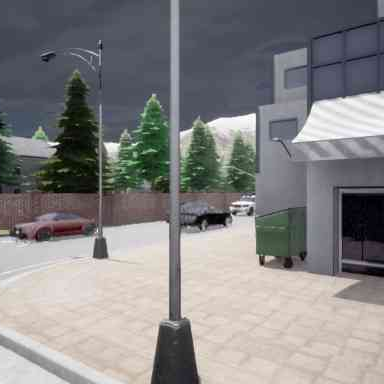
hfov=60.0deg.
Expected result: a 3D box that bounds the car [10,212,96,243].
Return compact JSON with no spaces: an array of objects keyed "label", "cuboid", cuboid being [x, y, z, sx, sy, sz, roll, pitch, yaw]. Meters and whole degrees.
[{"label":"car","cuboid":[-7.173,1.740,17.481,1.994,1.385,4.181,0,0,35]}]

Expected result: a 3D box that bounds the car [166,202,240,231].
[{"label":"car","cuboid":[0.866,1.668,22.094,2.128,1.511,4.902,0,0,37]}]

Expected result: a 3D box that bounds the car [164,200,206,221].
[{"label":"car","cuboid":[-0.213,1.528,26.851,2.097,1.767,4.553,0,0,37]}]

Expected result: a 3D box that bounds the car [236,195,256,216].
[{"label":"car","cuboid":[6.137,1.398,35.409,2.150,2.045,5.566,0,0,36]}]
